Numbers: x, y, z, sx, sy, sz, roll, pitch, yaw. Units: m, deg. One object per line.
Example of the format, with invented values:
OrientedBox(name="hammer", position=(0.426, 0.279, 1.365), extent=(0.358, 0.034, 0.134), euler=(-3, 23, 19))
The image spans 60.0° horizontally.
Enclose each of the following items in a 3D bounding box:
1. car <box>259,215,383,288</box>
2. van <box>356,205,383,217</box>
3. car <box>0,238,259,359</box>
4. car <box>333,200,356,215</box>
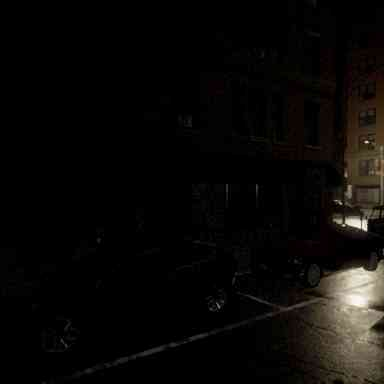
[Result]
OrientedBox(name="car", position=(3.551, 1.544, 9.255), extent=(4.507, 1.381, 1.887), euler=(0, 0, -35))
OrientedBox(name="van", position=(8.174, 1.338, 12.522), extent=(3.998, 1.788, 1.690), euler=(0, 0, -35))
OrientedBox(name="car", position=(-1.070, 1.566, 5.988), extent=(4.313, 1.339, 1.947), euler=(0, 0, -35))
OrientedBox(name="car", position=(13.521, 1.487, 31.207), extent=(2.128, 1.511, 4.902), euler=(0, 0, -36))
